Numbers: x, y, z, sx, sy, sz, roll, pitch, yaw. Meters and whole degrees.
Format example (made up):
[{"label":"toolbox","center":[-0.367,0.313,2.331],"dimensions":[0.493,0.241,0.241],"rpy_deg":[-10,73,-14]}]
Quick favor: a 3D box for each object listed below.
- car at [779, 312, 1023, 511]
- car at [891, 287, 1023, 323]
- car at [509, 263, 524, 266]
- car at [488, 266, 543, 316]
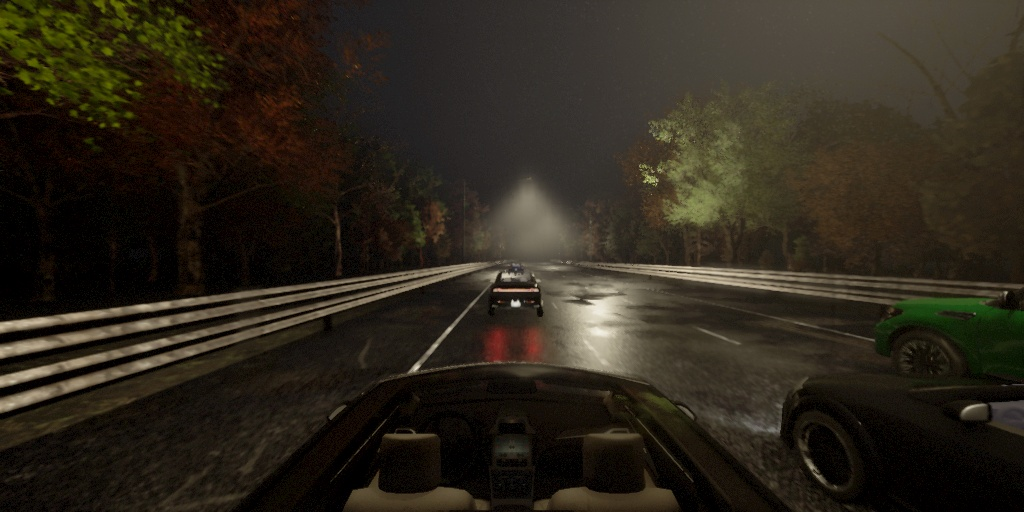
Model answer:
[{"label":"car","center":[3.604,1.316,1.762],"dimensions":[1.994,1.385,4.181],"rpy_deg":[0,0,0]},{"label":"car","center":[7.100,0.987,3.525],"dimensions":[2.150,2.045,5.566],"rpy_deg":[0,0,0]},{"label":"car","center":[0.523,1.568,44.505],"dimensions":[1.994,1.385,4.181],"rpy_deg":[0,0,1]},{"label":"car","center":[0.135,1.314,13.724],"dimensions":[2.128,1.511,4.902],"rpy_deg":[0,0,0]}]
